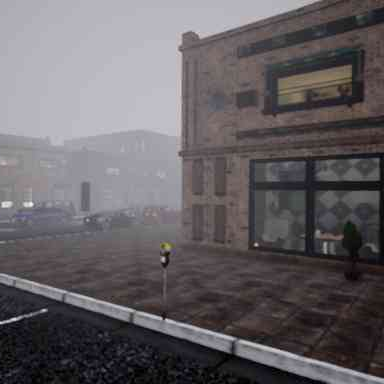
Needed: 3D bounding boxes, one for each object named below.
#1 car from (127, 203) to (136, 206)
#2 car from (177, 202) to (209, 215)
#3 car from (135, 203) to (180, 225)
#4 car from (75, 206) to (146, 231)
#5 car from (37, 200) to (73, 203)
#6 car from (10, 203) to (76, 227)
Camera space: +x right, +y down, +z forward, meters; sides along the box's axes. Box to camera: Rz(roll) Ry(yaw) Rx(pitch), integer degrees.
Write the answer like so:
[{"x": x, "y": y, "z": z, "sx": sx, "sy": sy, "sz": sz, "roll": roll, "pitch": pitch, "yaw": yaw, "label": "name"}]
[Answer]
[{"x": -5.661, "y": 1.902, "z": 33.674, "sx": 2.128, "sy": 1.511, "sz": 4.902, "roll": 1, "pitch": 0, "yaw": 36, "label": "car"}, {"x": 0.215, "y": 2.068, "z": 41.725, "sx": 1.994, "sy": 1.385, "sz": 4.181, "roll": 1, "pitch": 0, "yaw": 36, "label": "car"}, {"x": -2.452, "y": 1.871, "z": 28.257, "sx": 1.967, "sy": 1.590, "sz": 4.097, "roll": 0, "pitch": -1, "yaw": 36, "label": "car"}, {"x": -5.723, "y": 1.945, "z": 23.774, "sx": 1.947, "sy": 1.339, "sz": 4.313, "roll": 0, "pitch": -1, "yaw": 36, "label": "car"}, {"x": -12.492, "y": 1.631, "z": 28.714, "sx": 2.192, "sy": 1.841, "sz": 5.009, "roll": 0, "pitch": -1, "yaw": 36, "label": "car"}, {"x": -11.455, "y": 1.844, "z": 25.725, "sx": 1.812, "sy": 1.442, "sz": 4.674, "roll": 1, "pitch": 0, "yaw": 36, "label": "car"}]
